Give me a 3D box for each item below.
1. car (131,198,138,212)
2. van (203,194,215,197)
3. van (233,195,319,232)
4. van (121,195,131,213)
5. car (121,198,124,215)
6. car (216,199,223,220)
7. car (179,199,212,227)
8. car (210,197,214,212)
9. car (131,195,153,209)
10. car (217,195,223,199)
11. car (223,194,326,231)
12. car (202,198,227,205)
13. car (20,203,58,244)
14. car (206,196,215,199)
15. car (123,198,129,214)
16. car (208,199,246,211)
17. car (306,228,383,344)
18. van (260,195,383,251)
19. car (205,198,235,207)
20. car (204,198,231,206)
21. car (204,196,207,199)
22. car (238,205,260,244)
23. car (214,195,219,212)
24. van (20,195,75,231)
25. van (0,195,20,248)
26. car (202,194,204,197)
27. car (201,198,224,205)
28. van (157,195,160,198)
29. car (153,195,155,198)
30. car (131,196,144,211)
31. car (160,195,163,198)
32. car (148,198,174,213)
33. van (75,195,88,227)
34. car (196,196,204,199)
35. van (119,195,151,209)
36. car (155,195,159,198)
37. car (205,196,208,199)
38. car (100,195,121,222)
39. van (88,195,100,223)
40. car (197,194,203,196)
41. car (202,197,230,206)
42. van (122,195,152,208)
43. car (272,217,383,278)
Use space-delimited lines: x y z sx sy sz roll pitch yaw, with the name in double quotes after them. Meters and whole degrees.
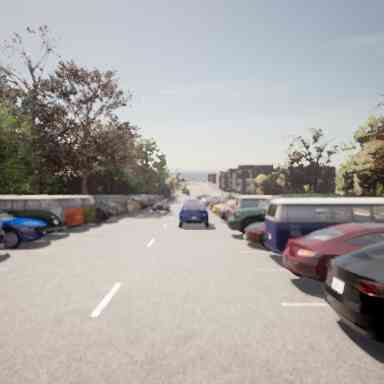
-8.519 1.603 35.616 4.674 1.452 2.002 0 -1 0 "car"
4.457 1.492 52.283 4.442 1.987 1.878 0 -1 0 "van"
4.669 1.184 18.970 4.442 1.987 1.878 0 -1 0 "van"
-8.635 1.312 32.848 4.442 1.987 1.878 0 -1 0 "van"
-8.516 1.487 27.431 5.008 1.535 2.097 0 -1 0 "car"
4.561 1.461 24.520 5.008 1.535 2.097 0 -1 0 "car"
0.115 1.440 22.521 1.882 1.535 5.008 0 -1 0 "car"
4.747 1.535 32.848 5.366 1.575 1.946 0 -1 0 "car"
-8.483 1.390 44.055 5.566 2.045 2.435 0 -1 0 "car"
4.589 1.361 27.298 4.553 1.767 2.185 0 -1 0 "car"
4.522 1.133 16.194 5.566 2.045 2.435 0 -1 0 "car"
4.772 1.980 71.702 5.366 1.575 1.946 0 -1 0 "car"
-8.536 1.386 13.600 5.008 1.535 2.097 0 0 0 "car"
4.752 1.612 41.176 5.366 1.575 1.946 0 -1 0 "car"
-8.518 1.553 30.202 4.674 1.452 2.002 0 -1 0 "car"
4.598 1.670 43.952 4.792 1.488 2.163 0 -1 0 "car"
4.573 1.474 5.106 4.792 1.488 2.163 0 0 0 "car"
4.664 1.181 10.658 4.442 1.987 1.878 0 0 0 "van"
4.546 1.773 55.057 4.792 1.488 2.163 0 -1 0 "car"
4.585 1.805 60.610 4.892 1.521 2.231 0 -1 0 "car"
4.601 1.722 49.505 4.792 1.488 2.163 0 -1 0 "car"
4.520 1.417 13.442 4.792 1.488 2.163 0 0 0 "car"
4.591 1.387 30.074 4.553 1.767 2.185 0 -1 0 "car"
-8.413 1.158 16.220 4.442 1.987 1.878 0 0 0 "van"
-8.416 1.179 10.828 4.442 1.987 1.878 0 0 0 "van"
4.546 1.646 57.832 4.553 1.767 2.185 0 -1 0 "car"
4.582 2.034 74.477 4.892 1.521 2.231 0 -1 0 "car"
-8.394 1.546 57.920 4.442 1.987 1.878 0 -1 0 "van"
-8.481 1.416 46.825 5.566 2.045 2.435 0 -1 0 "car"
-8.509 1.590 38.511 5.008 1.535 2.097 0 -1 0 "car"
-8.528 1.869 63.308 4.792 1.488 2.163 0 -1 0 "car"
-3.565 1.679 39.032 1.994 1.385 4.181 0 -1 0 "car"
-8.644 1.185 19.123 4.442 1.987 1.878 0 -1 0 "van"
0.128 1.603 40.178 1.882 1.535 5.008 0 0 0 "car"
-8.391 1.467 49.594 4.442 1.987 1.878 0 -1 0 "van"
-8.509 1.744 55.132 5.008 1.535 2.097 0 -1 0 "car"
4.599 1.696 46.729 4.792 1.488 2.163 0 -1 0 "car"
-8.496 1.209 24.538 5.566 2.045 2.435 0 -1 0 "car"
-8.642 1.209 21.768 4.442 1.987 1.878 0 -1 0 "van"
4.563 1.881 80.034 5.566 2.045 2.435 0 -1 0 "car"
4.768 1.880 66.029 5.366 1.575 1.946 0 -1 0 "car"
-8.622 1.492 52.364 4.442 1.987 1.878 0 -1 0 "van"
4.543 1.466 7.884 4.674 1.452 2.002 0 0 0 "car"
